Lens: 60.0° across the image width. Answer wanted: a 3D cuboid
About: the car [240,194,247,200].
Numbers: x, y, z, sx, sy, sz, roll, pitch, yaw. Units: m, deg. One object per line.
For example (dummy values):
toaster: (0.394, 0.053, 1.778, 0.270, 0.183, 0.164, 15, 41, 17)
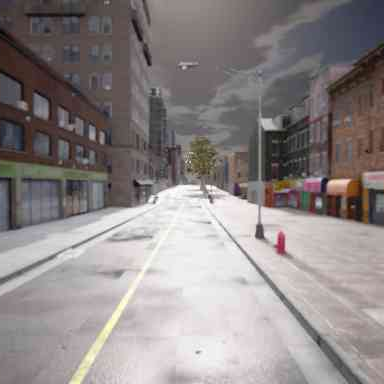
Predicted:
car: (12.733, 0.774, 69.863, 5.009, 1.841, 2.192, 1, 1, 0)
